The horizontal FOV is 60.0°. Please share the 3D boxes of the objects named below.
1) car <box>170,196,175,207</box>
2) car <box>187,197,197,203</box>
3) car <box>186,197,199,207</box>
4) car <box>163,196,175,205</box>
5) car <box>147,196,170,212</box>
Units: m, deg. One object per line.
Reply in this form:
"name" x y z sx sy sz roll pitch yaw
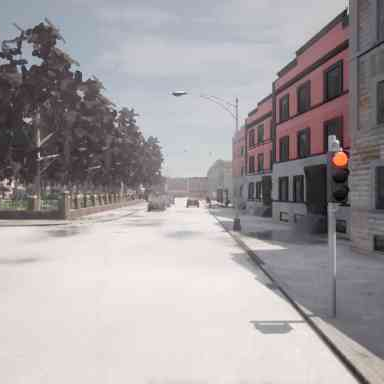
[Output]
"car" -4.074 1.547 49.223 2.033 1.411 5.357 0 0 0
"car" 0.049 1.735 73.427 2.033 1.411 5.357 0 0 0
"car" 0.141 1.526 51.360 1.812 1.442 4.674 0 0 0
"car" -4.039 1.505 59.622 1.837 1.490 4.892 0 0 0
"car" -4.080 1.478 39.323 1.882 1.535 5.008 0 0 0
